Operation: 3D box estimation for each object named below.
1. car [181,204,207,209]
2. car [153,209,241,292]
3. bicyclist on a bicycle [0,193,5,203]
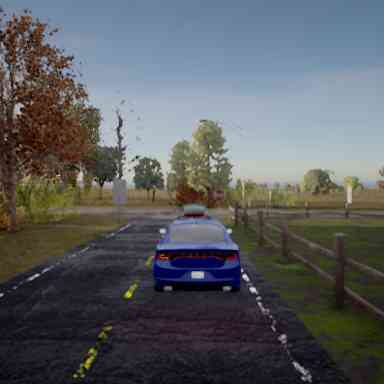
[{"bbox_3d":[0.117,1.431,19.049,1.837,1.490,4.892,0,0,0],"label":"car"},{"bbox_3d":[0.109,1.443,8.892,1.882,1.535,5.008,0,0,0],"label":"car"},{"bbox_3d":[-22.634,0.954,39.471,0.582,1.620,1.656,1,0,0],"label":"bicyclist on a bicycle"}]
